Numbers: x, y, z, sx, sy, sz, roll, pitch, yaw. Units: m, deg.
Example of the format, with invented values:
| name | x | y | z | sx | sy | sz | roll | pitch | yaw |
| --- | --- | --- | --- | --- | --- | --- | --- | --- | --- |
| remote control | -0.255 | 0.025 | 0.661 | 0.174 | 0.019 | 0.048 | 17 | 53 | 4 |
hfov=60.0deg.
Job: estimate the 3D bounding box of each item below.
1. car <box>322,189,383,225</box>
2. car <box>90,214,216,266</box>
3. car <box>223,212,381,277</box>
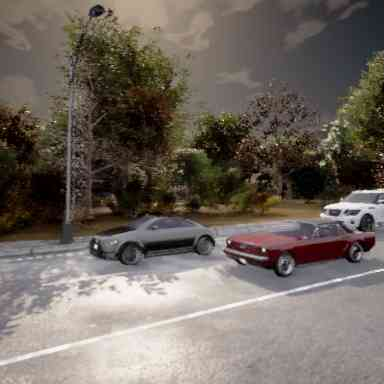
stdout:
| name | x | y | z | sx | sy | sz | roll | pitch | yaw |
| --- | --- | --- | --- | --- | --- | --- | --- | --- | --- |
| car | 9.257 | 0.899 | 17.157 | 5.566 | 2.045 | 2.150 | -2 | 1 | -25 |
| car | -1.250 | 1.474 | 11.249 | 4.181 | 1.385 | 1.994 | -1 | 1 | -32 |
| car | 3.276 | 1.492 | 9.969 | 4.718 | 1.301 | 1.895 | -1 | 1 | -30 |
